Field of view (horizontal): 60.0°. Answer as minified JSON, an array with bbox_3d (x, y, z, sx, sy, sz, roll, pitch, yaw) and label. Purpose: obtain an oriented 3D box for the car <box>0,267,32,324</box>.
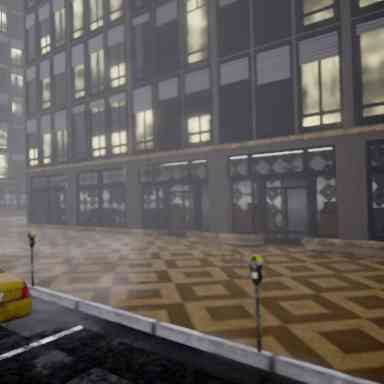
[{"bbox_3d":[-4.896,1.600,6.234,4.829,1.417,1.752,-1,-1,36],"label":"car"}]
